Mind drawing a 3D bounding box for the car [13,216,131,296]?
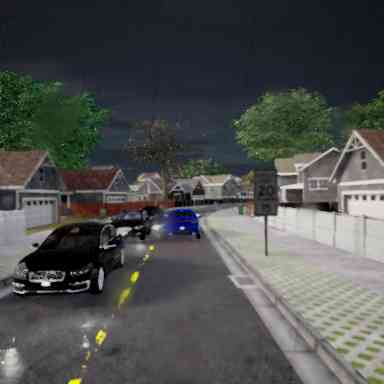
[{"bbox_3d":[-3.070,1.657,9.234,1.837,1.490,4.892,-1,-1,-2],"label":"car"}]

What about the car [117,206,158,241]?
[{"bbox_3d":[-3.318,1.757,18.499,2.128,1.511,4.902,-1,-1,-1],"label":"car"}]

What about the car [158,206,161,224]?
[{"bbox_3d":[-3.343,1.909,28.374,1.812,1.442,4.674,-1,-1,3],"label":"car"}]

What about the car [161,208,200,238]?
[{"bbox_3d":[-0.571,1.716,19.286,1.882,1.535,5.008,-1,-1,-2],"label":"car"}]
